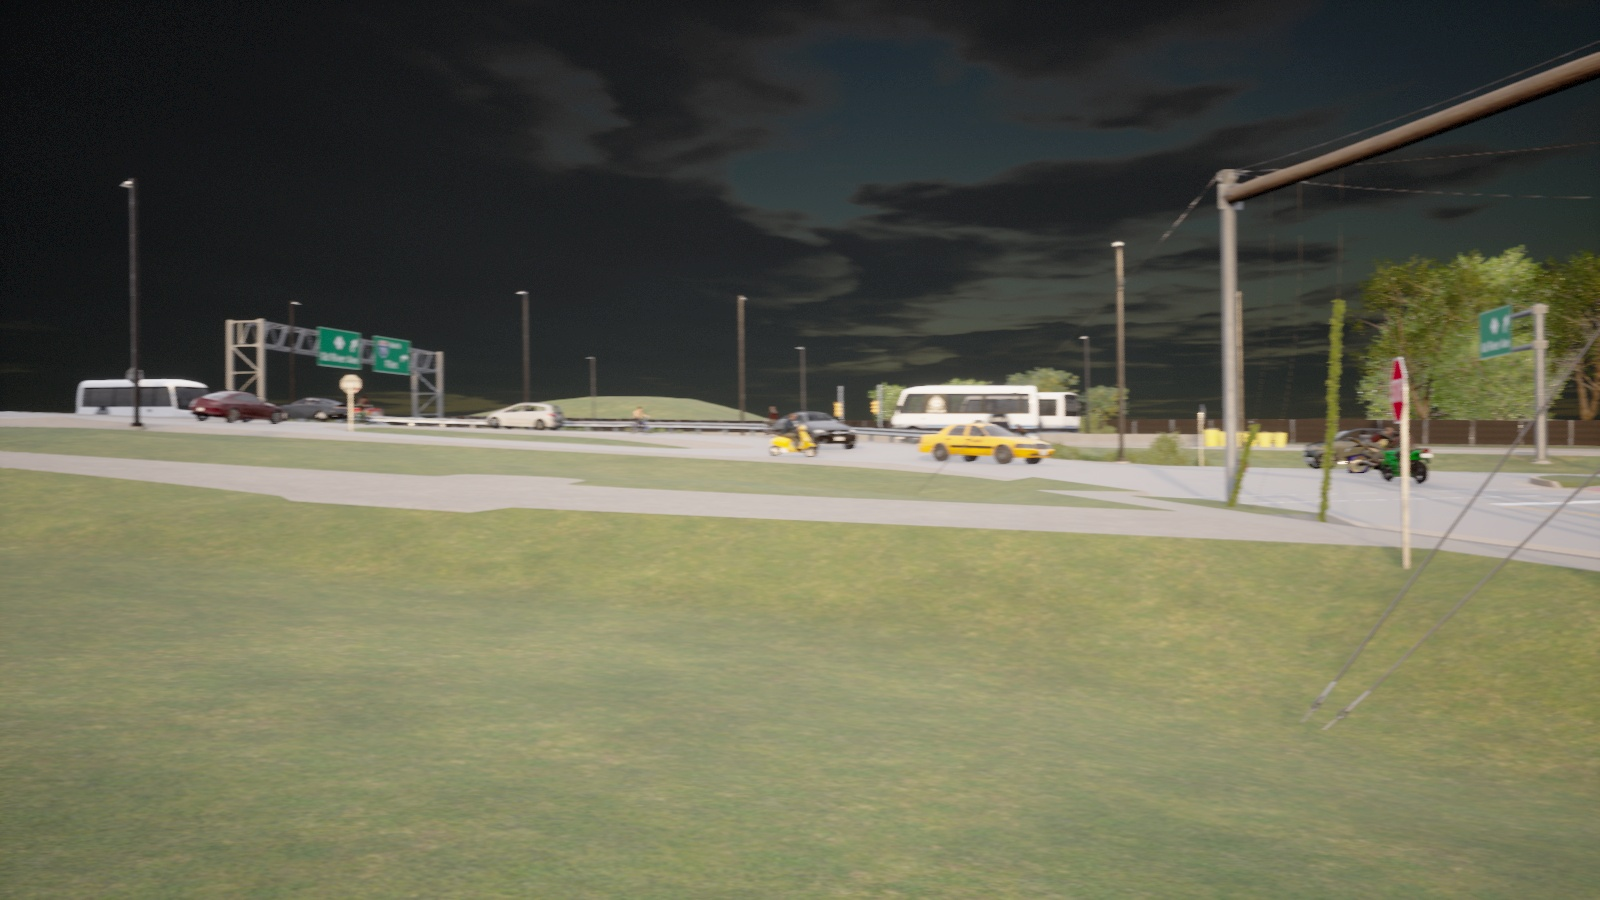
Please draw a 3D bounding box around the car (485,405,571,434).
[{"bbox_3d":[-16.498,-1.837,76.261,4.611,1.667,2.242,1,1,13],"label":"car"}]

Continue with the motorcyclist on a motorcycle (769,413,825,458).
[{"bbox_3d":[-0.109,-0.529,44.964,1.817,1.590,0.866,1,1,15],"label":"motorcyclist on a motorcycle"}]

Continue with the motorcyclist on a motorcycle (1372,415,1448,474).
[{"bbox_3d":[16.444,-0.154,33.910,0.797,1.523,2.044,-2,2,-9],"label":"motorcyclist on a motorcycle"}]

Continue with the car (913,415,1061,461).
[{"bbox_3d":[6.661,-0.453,45.279,1.801,1.575,5.366,0,1,-41],"label":"car"}]

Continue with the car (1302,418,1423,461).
[{"bbox_3d":[20.547,-0.391,45.976,3.705,1.549,1.789,0,0,10],"label":"car"}]

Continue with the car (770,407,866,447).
[{"bbox_3d":[0.742,-1.065,55.976,2.152,1.651,5.027,-2,3,-27],"label":"car"}]

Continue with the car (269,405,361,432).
[{"bbox_3d":[-29.197,-1.906,75.671,4.902,1.511,2.128,1,0,18],"label":"car"}]

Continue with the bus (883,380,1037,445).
[{"bbox_3d":[11.186,-2.544,87.428,10.273,4.253,3.944,0,0,12],"label":"bus"}]

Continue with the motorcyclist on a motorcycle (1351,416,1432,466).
[{"bbox_3d":[18.578,-0.280,39.462,2.191,1.530,0.866,0,0,16],"label":"motorcyclist on a motorcycle"}]

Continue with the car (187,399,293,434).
[{"bbox_3d":[-25.698,-1.511,57.814,1.812,1.442,4.674,2,1,17],"label":"car"}]
